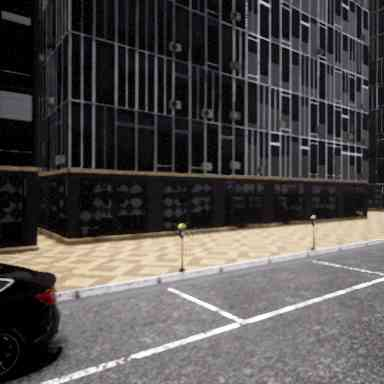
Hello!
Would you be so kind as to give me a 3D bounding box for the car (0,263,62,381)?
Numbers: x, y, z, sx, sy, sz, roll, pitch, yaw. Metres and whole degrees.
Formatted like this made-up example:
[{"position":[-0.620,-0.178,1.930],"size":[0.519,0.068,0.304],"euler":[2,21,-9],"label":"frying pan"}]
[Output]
[{"position":[-3.800,1.564,3.847],"size":[4.313,1.339,1.947],"euler":[0,0,-36],"label":"car"}]
